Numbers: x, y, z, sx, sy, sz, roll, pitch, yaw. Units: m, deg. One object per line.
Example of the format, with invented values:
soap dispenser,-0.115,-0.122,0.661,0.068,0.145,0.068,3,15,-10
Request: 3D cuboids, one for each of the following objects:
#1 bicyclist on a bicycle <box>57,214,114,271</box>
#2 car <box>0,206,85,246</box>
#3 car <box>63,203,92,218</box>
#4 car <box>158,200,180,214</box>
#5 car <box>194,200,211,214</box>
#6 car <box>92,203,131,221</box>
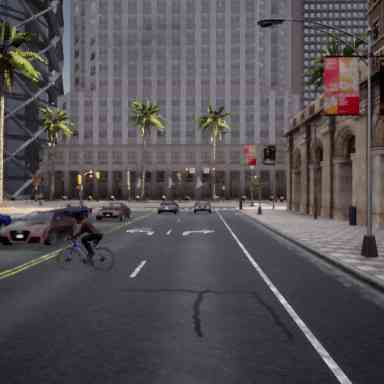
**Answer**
bicyclist on a bicycle,-3.018,1.453,9.411,1.656,1.620,0.582,-1,0,1
car,-6.748,1.563,15.138,1.994,1.385,4.181,0,0,2
car,-9.754,1.600,27.105,1.895,1.301,4.718,0,0,2
car,-2.425,1.564,34.956,1.994,1.385,4.181,0,0,2
car,1.147,1.547,35.989,2.033,1.411,5.357,0,0,2
car,-6.255,1.564,27.018,1.994,1.385,4.181,0,0,2
